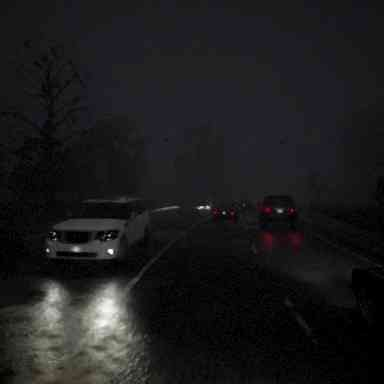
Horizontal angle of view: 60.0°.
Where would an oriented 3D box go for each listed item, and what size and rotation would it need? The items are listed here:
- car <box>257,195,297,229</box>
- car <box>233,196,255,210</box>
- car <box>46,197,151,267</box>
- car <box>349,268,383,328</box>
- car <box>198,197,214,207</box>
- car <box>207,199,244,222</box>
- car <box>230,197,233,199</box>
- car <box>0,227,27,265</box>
[{"bbox_3d":[5.599,1.227,22.147,2.150,2.045,5.566,0,0,9],"label":"car"},{"bbox_3d":[6.894,1.563,42.420,1.994,1.385,4.181,0,0,17],"label":"car"},{"bbox_3d":[-2.942,1.209,11.823,2.150,2.045,5.566,0,0,5],"label":"car"},{"bbox_3d":[3.755,1.607,4.006,1.895,1.301,4.718,0,0,2],"label":"car"},{"bbox_3d":[2.362,1.537,51.463,1.994,1.385,4.181,0,0,21],"label":"car"},{"bbox_3d":[2.754,1.542,26.168,2.033,1.411,5.357,0,0,11],"label":"car"},{"bbox_3d":[7.218,1.467,54.434,1.882,1.535,5.008,0,0,22],"label":"car"},{"bbox_3d":[-6.702,1.528,8.990,2.033,1.411,5.357,0,0,4],"label":"car"}]
